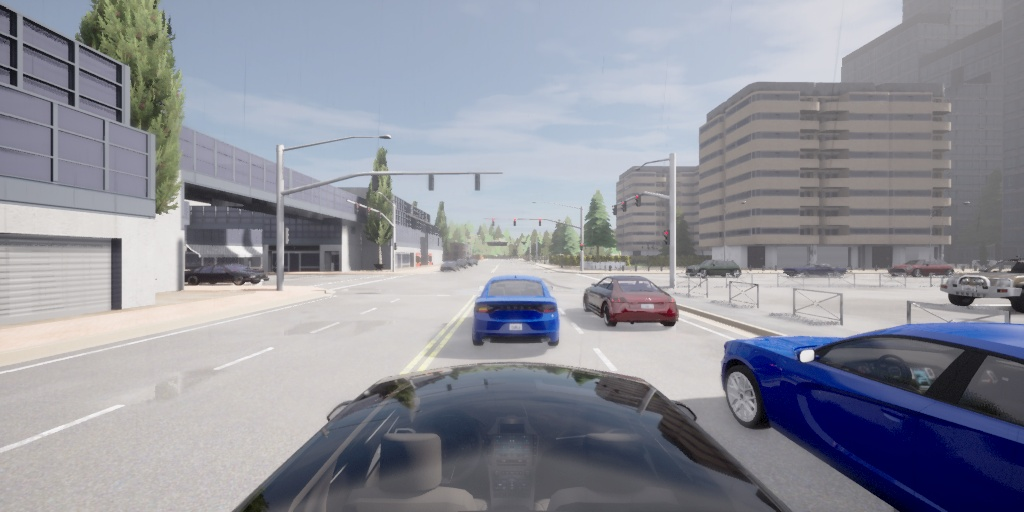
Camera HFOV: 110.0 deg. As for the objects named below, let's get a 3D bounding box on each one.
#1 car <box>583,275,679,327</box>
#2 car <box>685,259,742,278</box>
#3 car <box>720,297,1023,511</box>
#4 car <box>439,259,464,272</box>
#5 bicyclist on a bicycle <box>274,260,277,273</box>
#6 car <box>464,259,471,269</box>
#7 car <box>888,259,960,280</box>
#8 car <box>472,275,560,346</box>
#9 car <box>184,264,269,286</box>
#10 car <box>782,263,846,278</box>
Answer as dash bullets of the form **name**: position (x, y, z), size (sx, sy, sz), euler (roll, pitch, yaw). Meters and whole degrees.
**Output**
- **car**: position (3.603, 1.314, 11.578), size (1.994, 1.385, 4.181), euler (0, 0, 0)
- **car**: position (18.689, 1.102, 33.411), size (4.553, 1.767, 2.097), euler (0, 0, -1)
- **car**: position (3.603, 1.228, 2.594), size (1.882, 1.535, 5.008), euler (0, 0, 0)
- **car**: position (-7.851, 1.298, 45.757), size (2.033, 1.411, 5.357), euler (0, 0, 1)
- **bicyclist on a bicycle**: position (-25.837, 1.053, 39.663), size (0.582, 1.620, 1.656), euler (0, 0, -1)
- **car**: position (-7.971, 1.254, 56.071), size (1.837, 1.490, 4.892), euler (0, 0, -1)
- **car**: position (38.463, 1.102, 33.799), size (4.553, 1.767, 2.097), euler (0, 0, -1)
- **car**: position (0.095, 1.228, 9.446), size (1.882, 1.535, 5.008), euler (0, 0, 0)
- **car**: position (-19.937, 1.297, 24.758), size (5.357, 1.411, 2.033), euler (0, 0, -1)
- **car**: position (28.215, 1.351, 33.606), size (4.718, 1.301, 1.895), euler (0, 0, -1)
